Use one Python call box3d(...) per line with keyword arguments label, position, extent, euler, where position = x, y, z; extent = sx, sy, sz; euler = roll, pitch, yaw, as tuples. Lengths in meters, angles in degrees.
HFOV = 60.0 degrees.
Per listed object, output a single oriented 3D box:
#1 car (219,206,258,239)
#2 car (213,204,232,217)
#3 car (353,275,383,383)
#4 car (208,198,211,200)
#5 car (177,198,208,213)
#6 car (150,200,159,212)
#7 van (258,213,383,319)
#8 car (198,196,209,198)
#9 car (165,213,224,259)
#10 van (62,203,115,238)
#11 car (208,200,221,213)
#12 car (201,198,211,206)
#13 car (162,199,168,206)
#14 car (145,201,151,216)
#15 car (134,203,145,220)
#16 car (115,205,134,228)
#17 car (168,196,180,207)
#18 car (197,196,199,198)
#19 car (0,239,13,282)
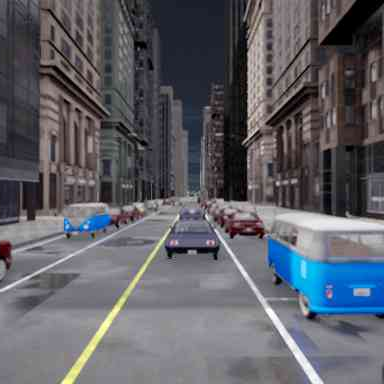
box3d(label="car", position=(2.777, 1.730, 18.468), extent=(1.887, 1.381, 4.507), euler=(0, -1, 0))
box3d(label="car", position=(2.782, 1.786, 24.070), extent=(1.887, 1.381, 4.507), euler=(0, -1, 0))
box3d(label="car", position=(2.762, 1.600, 1.663), extent=(1.802, 1.307, 4.206), euler=(0, -1, 0))
box3d(label="car", position=(2.807, 2.066, 52.077), extent=(1.887, 1.381, 4.507), euler=(0, -1, 0))
box3d(label="car", position=(0.049, 1.636, 28.419), extent=(2.097, 1.767, 4.553), euler=(0, -1, 0))
box3d(label="car", position=(-5.724, 1.906, 46.477), extent=(1.967, 1.590, 4.097), euler=(0, -1, 0))
box3d(label="van", position=(2.767, 1.415, 7.267), extent=(1.690, 1.788, 3.998), euler=(0, -1, 0))
box3d(label="car", position=(2.816, 1.950, 63.283), extent=(2.192, 1.841, 5.009), euler=(0, -1, 0))
box3d(label="car", position=(0.032, 1.735, 13.248), extent=(1.895, 1.301, 4.718), euler=(0, -1, 0))
box3d(label="van", position=(-5.749, 1.527, 18.469), extent=(1.690, 1.788, 3.998), euler=(0, -1, 0))
box3d(label="car", position=(2.787, 1.738, 29.672), extent=(1.967, 1.590, 4.097), euler=(0, -1, 0))
box3d(label="car", position=(2.821, 2.132, 68.883), extent=(1.967, 1.590, 4.097), euler=(0, -1, 0))
box3d(label="car", position=(-5.698, 2.293, 74.485), extent=(1.887, 1.381, 4.507), euler=(0, -1, 0))
box3d(label="car", position=(-5.733, 1.877, 35.103), extent=(1.752, 1.417, 4.829), euler=(0, -1, 0))
box3d(label="car", position=(-5.738, 1.842, 29.670), extent=(1.887, 1.381, 4.507), euler=(0, -1, 0))
box3d(label="car", position=(-5.743, 1.786, 24.069), extent=(1.887, 1.381, 4.507), euler=(0, -1, 0))
box3d(label="car", position=(-2.959, 2.154, 65.317), extent=(2.128, 1.511, 4.902), euler=(0, -1, 1))
box3d(label="car", position=(2.472, 2.103, 86.917), extent=(2.150, 2.045, 5.566), euler=(0, -1, 0))
box3d(label="car", position=(-5.758, 1.619, 7.262), extent=(1.887, 1.381, 4.507), euler=(0, -1, 0))
